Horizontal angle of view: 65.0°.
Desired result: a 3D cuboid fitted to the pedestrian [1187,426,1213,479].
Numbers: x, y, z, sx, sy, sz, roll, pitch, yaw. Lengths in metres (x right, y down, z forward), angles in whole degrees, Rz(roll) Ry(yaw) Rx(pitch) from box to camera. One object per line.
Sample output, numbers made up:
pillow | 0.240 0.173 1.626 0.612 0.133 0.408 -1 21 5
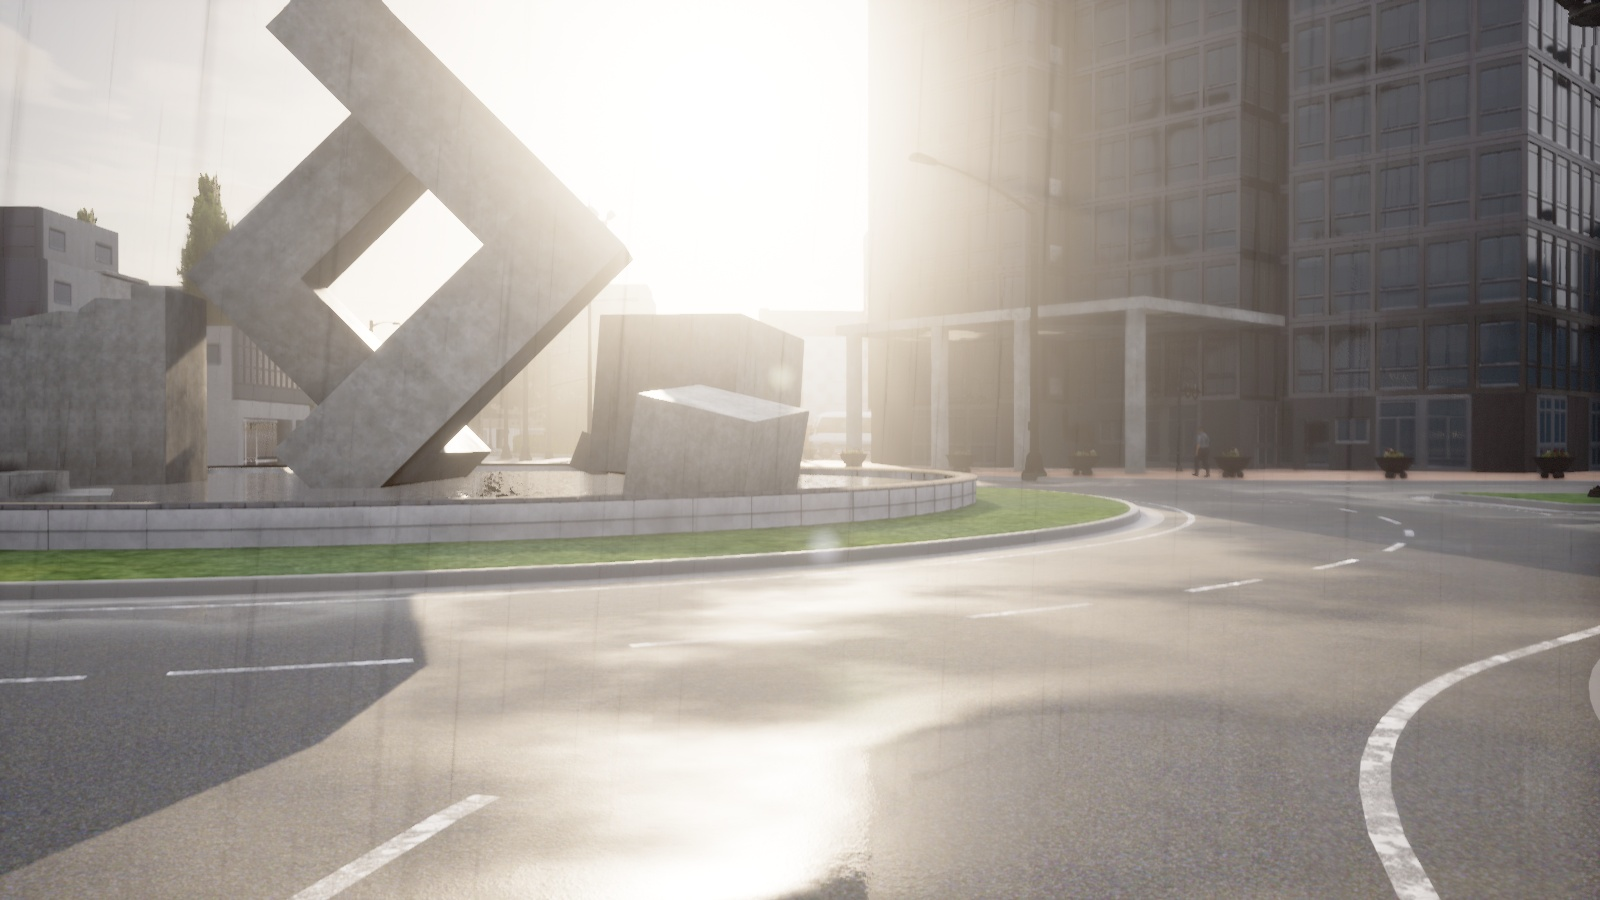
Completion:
pedestrian | 14.176 0.093 44.463 0.540 1.848 0.694 0 0 -25
